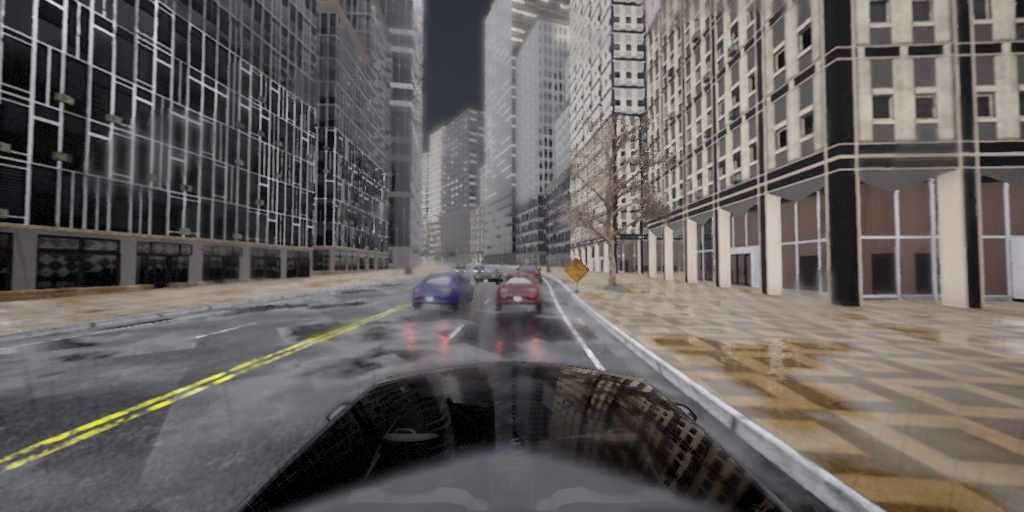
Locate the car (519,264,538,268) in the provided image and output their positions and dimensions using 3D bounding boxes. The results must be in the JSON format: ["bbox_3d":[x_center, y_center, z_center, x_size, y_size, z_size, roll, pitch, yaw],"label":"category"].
[{"bbox_3d":[1.369,1.405,29.796,2.097,1.767,4.553,0,-1,3],"label":"car"}]

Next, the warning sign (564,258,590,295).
[{"bbox_3d":[3.424,1.041,18.770,1.300,1.860,1.060,0,0,4],"label":"warning sign"}]

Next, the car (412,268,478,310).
[{"bbox_3d":[-2.865,1.426,15.496,1.812,1.442,4.674,0,0,4],"label":"car"}]

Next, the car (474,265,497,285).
[{"bbox_3d":[-1.885,1.659,29.807,1.895,1.301,4.718,0,-1,3],"label":"car"}]

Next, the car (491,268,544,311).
[{"bbox_3d":[0.383,1.420,15.345,1.812,1.442,4.674,0,0,4],"label":"car"}]
